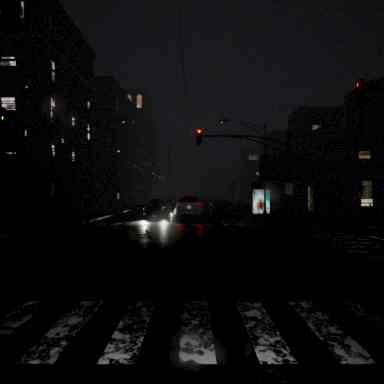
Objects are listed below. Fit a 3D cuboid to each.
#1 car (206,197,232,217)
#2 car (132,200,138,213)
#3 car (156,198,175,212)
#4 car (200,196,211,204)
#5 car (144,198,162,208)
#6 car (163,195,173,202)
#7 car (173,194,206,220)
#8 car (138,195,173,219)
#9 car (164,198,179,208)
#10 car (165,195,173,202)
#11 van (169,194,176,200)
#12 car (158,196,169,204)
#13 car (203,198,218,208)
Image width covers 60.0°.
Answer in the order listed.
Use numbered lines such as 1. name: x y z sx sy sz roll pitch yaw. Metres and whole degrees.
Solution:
1. car: 2.704 1.446 31.836 1.967 1.590 4.097 0 0 0
2. car: -5.673 1.561 37.526 2.008 1.369 4.403 0 0 0
3. car: -3.070 1.490 39.455 1.882 1.535 5.008 0 0 0
4. car: 2.726 1.592 66.017 2.008 1.369 4.403 -1 0 0
5. car: -5.665 1.572 48.920 2.008 1.369 4.403 0 0 0
6. car: -5.649 1.498 77.402 1.967 1.590 4.097 0 0 0
7. car: -0.142 1.229 28.518 2.150 2.045 5.566 0 0 2
8. car: -3.081 1.356 29.090 2.097 1.767 4.553 0 0 0
9. car: -3.061 1.622 49.742 1.895 1.301 4.718 0 0 0
10. car: -5.645 1.593 82.929 1.752 1.417 4.829 -1 0 0
11. van: -5.639 1.431 94.493 1.690 1.788 3.998 -1 0 0
12. car: -5.655 1.566 65.840 1.752 1.417 4.829 0 0 0
13. car: 2.715 1.572 48.927 2.008 1.369 4.403 0 0 0
